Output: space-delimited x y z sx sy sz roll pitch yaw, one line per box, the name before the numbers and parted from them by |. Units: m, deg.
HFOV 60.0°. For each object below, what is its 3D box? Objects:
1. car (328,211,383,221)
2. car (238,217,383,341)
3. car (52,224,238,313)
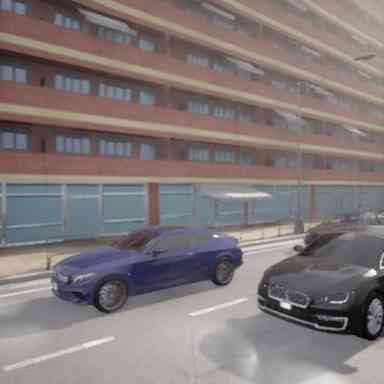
car | 6.841 1.489 13.636 5.357 1.411 2.033 -1 0 -37
car | 3.369 1.477 6.591 4.892 1.490 1.837 -1 0 -37
car | -0.784 1.536 7.831 4.674 1.442 1.812 -1 0 -37
